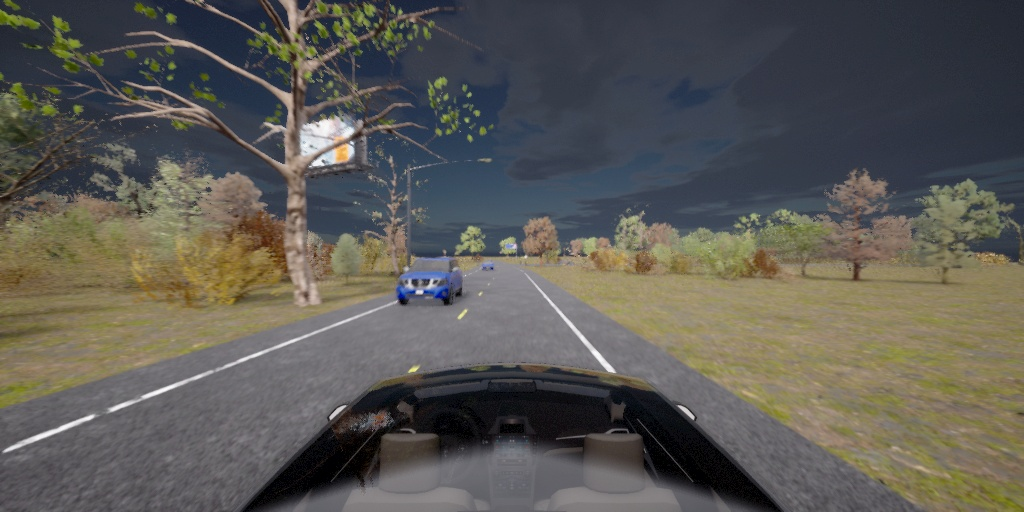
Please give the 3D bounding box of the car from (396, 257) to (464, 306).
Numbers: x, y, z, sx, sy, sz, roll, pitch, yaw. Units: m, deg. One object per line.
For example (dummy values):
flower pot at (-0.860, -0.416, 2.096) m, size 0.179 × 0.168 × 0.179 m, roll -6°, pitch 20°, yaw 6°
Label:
car at (-3.597, 1.061, 16.743) m, size 2.150 × 2.045 × 5.566 m, roll 0°, pitch 0°, yaw 0°

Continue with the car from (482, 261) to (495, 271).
car at (-3.815, 1.566, 57.676) m, size 1.882 × 1.535 × 5.008 m, roll 0°, pitch 0°, yaw -1°
